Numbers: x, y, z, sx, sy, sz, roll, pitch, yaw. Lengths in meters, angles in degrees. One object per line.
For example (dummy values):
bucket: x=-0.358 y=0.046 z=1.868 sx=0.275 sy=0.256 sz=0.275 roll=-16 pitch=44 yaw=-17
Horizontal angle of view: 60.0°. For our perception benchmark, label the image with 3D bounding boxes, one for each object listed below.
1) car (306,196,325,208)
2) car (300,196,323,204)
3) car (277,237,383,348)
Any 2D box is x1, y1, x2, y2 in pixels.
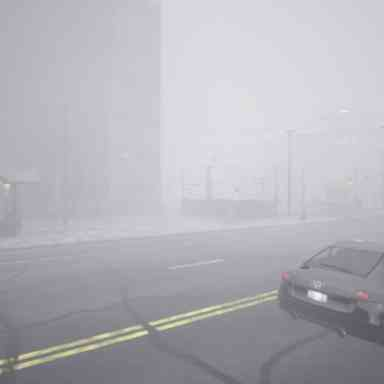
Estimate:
car: x=16.972 y=1.354 z=47.300 sx=4.553 sy=1.767 sz=2.185 roll=0 pitch=0 yaw=-36
car: x=23.884 y=1.560 z=66.360 sx=4.674 sy=1.452 sz=2.002 roll=0 pitch=0 yaw=-36
car: x=3.562 y=1.580 z=6.287 sx=4.181 sy=1.385 sz=1.994 roll=0 pitch=0 yaw=-35
